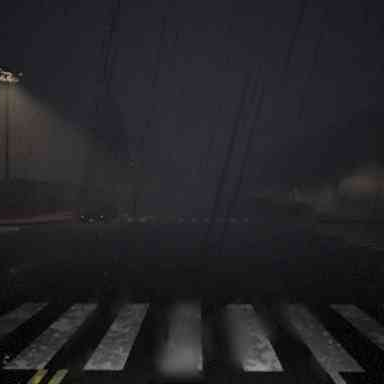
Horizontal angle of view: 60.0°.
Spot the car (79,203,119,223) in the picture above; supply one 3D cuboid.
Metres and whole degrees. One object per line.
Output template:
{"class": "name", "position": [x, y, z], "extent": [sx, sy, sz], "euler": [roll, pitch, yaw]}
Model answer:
{"class": "car", "position": [-6.952, 1.574, 25.608], "extent": [2.033, 1.411, 5.357], "euler": [0, 0, 0]}

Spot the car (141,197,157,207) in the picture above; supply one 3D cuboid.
{"class": "car", "position": [-6.644, 1.520, 51.479], "extent": [1.882, 1.535, 5.008], "euler": [0, 0, 1]}

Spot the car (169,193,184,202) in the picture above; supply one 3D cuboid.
{"class": "car", "position": [-3.604, 1.253, 77.824], "extent": [2.150, 2.045, 5.566], "euler": [0, 0, 17]}
